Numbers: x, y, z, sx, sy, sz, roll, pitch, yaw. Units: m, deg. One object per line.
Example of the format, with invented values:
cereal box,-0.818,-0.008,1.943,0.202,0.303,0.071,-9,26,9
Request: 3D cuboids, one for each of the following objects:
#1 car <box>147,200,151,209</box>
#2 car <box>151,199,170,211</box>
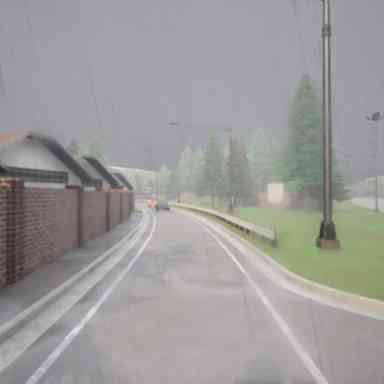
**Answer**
car,-6.548,1.933,57.983,2.097,1.767,4.553,0,-1,-15
car,-4.276,2.024,47.720,2.033,1.411,5.357,0,-1,-12
